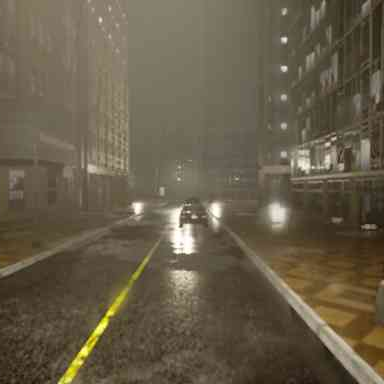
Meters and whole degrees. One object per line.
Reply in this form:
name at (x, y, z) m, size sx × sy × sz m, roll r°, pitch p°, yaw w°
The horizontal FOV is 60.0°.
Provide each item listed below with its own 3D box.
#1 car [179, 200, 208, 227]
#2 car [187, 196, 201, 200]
car at (0.097, 1.530, 22.395) m, size 2.033 × 1.411 × 5.357 m, roll 0°, pitch 0°, yaw 0°
car at (0.097, 1.330, 41.530) m, size 2.097 × 1.767 × 4.553 m, roll 0°, pitch 0°, yaw 0°
